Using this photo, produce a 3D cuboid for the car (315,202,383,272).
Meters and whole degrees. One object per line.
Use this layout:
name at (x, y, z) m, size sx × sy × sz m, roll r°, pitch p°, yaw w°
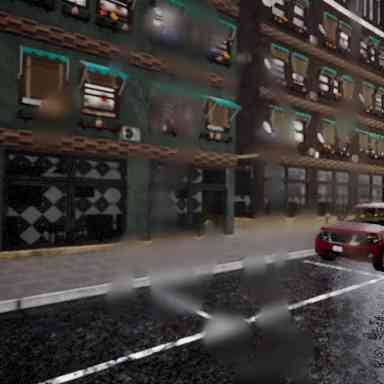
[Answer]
car at (6.224, 1.305, 10.978) m, size 5.009 × 1.841 × 2.192 m, roll 0°, pitch 1°, yaw -35°
